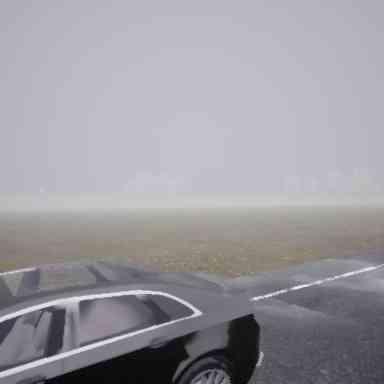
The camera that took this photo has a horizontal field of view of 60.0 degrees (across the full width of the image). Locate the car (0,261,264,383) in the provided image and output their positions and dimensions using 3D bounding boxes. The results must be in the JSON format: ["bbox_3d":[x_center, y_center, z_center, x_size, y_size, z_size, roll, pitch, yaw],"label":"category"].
[{"bbox_3d":[-1.527,1.489,2.884,4.902,1.511,2.128,0,0,-35],"label":"car"}]
